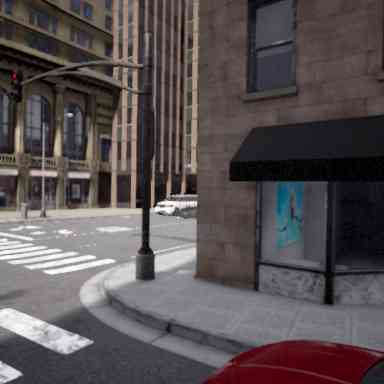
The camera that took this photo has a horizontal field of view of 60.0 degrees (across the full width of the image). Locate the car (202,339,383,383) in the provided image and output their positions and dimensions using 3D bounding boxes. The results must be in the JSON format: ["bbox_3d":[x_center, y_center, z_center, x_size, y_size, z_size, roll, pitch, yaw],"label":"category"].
[{"bbox_3d":[2.009,1.548,1.536,4.507,1.381,1.887,0,1,35],"label":"car"}]

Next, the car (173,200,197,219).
[{"bbox_3d":[0.591,1.709,30.586,1.994,1.385,4.181,1,0,35],"label":"car"}]

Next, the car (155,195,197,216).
[{"bbox_3d":[-1.285,1.319,33.566,2.150,2.045,5.566,1,0,35],"label":"car"}]
